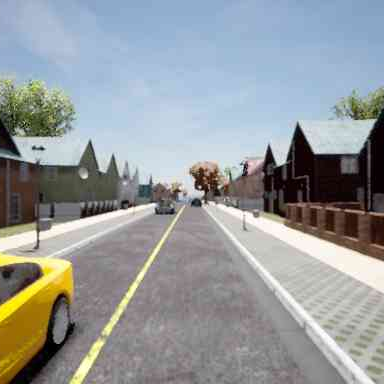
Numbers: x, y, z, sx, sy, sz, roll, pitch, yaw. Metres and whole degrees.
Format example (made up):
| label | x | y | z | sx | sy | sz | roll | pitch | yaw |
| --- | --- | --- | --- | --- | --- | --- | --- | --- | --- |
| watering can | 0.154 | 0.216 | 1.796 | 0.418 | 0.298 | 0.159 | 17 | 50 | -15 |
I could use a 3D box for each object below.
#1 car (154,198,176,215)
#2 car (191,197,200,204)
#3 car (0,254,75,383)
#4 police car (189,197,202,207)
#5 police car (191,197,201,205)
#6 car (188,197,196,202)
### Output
| label | x | y | z | sx | sy | sz | roll | pitch | yaw |
| --- | --- | --- | --- | --- | --- | --- | --- | --- | --- |
| car | -2.865 | 1.504 | 36.414 | 2.097 | 1.767 | 4.553 | 0 | 0 | 0 |
| car | 0.770 | 1.982 | 75.657 | 1.801 | 1.575 | 5.366 | 0 | -1 | 0 |
| car | -2.841 | 1.485 | 3.404 | 1.882 | 1.535 | 5.008 | 0 | 0 | 0 |
| police car | 0.782 | 1.786 | 59.578 | 1.930 | 1.638 | 5.238 | 0 | -1 | 0 |
| police car | 0.775 | 1.889 | 69.577 | 1.930 | 1.638 | 5.238 | 0 | -1 | 0 |
| car | -0.067 | 2.144 | 92.698 | 2.033 | 1.411 | 5.357 | 0 | -1 | 0 |
